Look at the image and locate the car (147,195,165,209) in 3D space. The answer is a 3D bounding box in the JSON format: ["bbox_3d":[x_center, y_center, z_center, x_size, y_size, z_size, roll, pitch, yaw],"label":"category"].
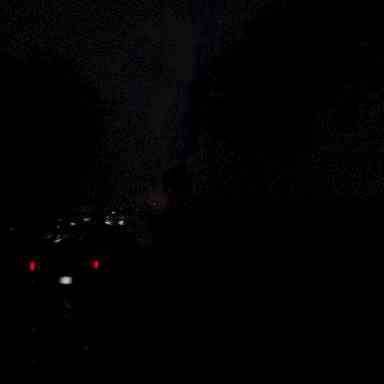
[{"bbox_3d":[-4.338,1.243,39.957,1.812,1.442,4.674,-1,1,-4],"label":"car"}]

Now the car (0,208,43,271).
[{"bbox_3d":[-5.872,1.324,9.333,2.097,1.767,4.553,-1,0,-2],"label":"car"}]

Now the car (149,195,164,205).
[{"bbox_3d":[-5.412,1.173,50.235,2.033,1.411,5.357,0,1,-7],"label":"car"}]

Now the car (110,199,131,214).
[{"bbox_3d":[-6.910,1.365,31.280,2.033,1.411,5.357,-1,0,-3],"label":"car"}]

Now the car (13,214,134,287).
[{"bbox_3d":[-2.743,1.543,9.165,1.895,1.301,4.718,-1,0,-3],"label":"car"}]

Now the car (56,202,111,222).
[{"bbox_3d":[-6.320,1.469,19.265,1.994,1.385,4.181,-1,0,-2],"label":"car"}]
